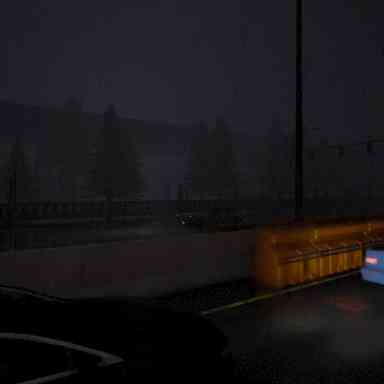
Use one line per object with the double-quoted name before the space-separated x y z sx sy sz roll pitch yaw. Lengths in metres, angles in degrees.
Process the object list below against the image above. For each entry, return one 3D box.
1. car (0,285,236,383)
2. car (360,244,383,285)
"car" -1.805 1.491 2.456 4.902 1.511 2.128 0 0 -36
"car" 6.295 1.547 8.239 5.357 1.411 2.033 0 0 -36
